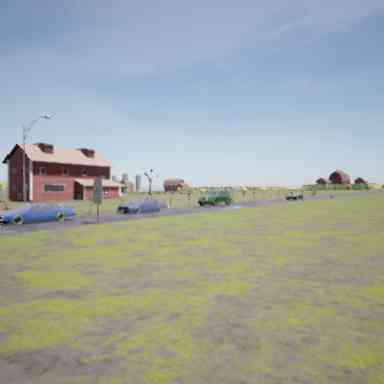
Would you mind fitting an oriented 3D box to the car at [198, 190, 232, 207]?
[{"bbox_3d":[2.963,0.742,42.257,2.150,2.045,5.566,0,1,36],"label":"car"}]

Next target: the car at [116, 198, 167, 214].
[{"bbox_3d":[-4.634,1.264,31.804,2.033,1.411,5.357,0,1,36],"label":"car"}]

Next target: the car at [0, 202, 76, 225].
[{"bbox_3d":[-10.875,1.419,23.249,2.033,1.411,5.357,0,1,37],"label":"car"}]

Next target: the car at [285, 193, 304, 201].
[{"bbox_3d":[18.002,0.805,58.012,1.895,1.301,4.718,0,1,36],"label":"car"}]
